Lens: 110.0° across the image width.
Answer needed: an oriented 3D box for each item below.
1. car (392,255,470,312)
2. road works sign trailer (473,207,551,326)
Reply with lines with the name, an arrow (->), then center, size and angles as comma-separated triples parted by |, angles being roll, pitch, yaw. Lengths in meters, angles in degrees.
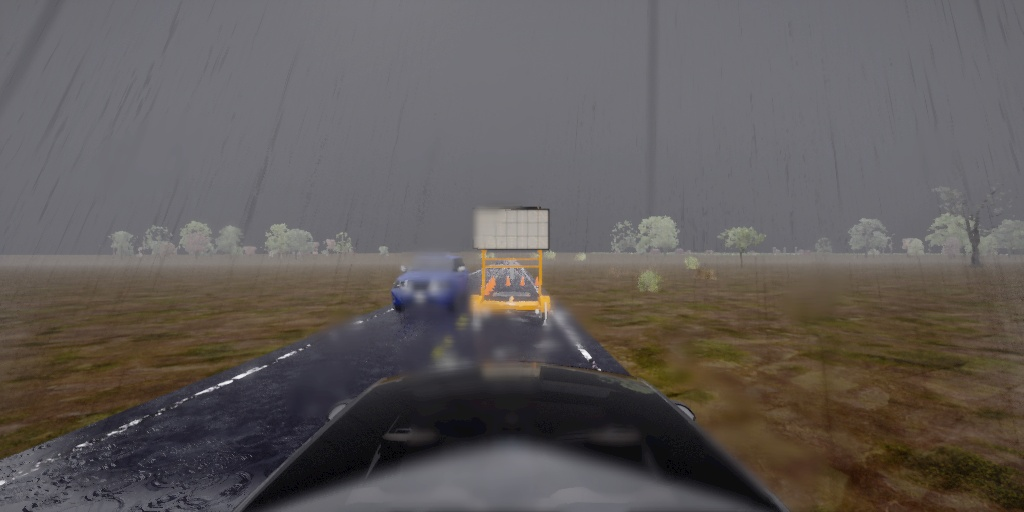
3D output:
car -> -2.997, 0.971, 14.454 | 2.150, 2.045, 5.566 | 0, 0, 0
road works sign trailer -> 0.002, 0.214, 11.605 | 2.380, 3.560, 2.880 | 0, 0, 0
